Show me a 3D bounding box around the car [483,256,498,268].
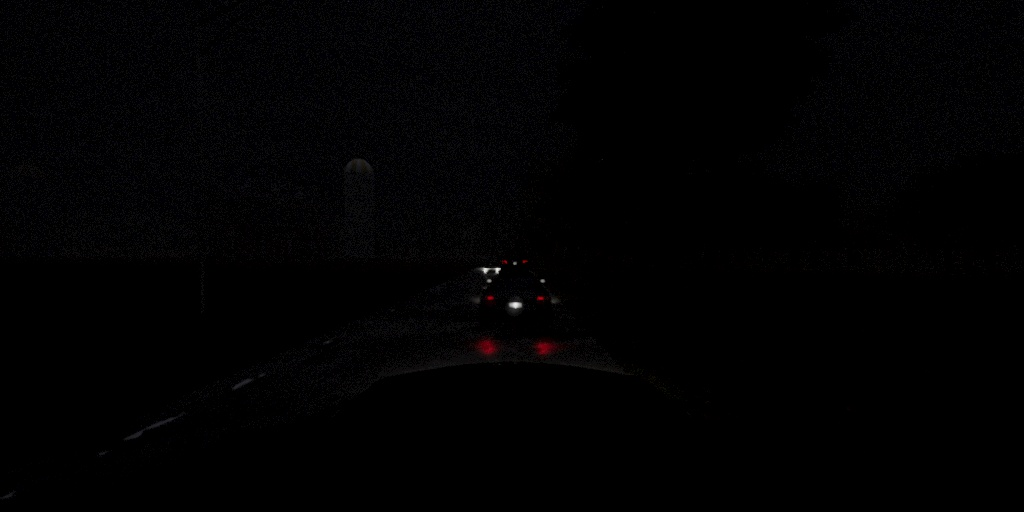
[{"bbox_3d":[-2.615,0.727,46.705,1.837,1.490,4.892,0,1,0],"label":"car"}]

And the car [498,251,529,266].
[{"bbox_3d":[0.238,0.635,29.733,2.150,2.045,5.566,0,1,0],"label":"car"}]

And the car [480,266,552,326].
[{"bbox_3d":[0.120,1.196,11.178,1.994,1.385,4.181,0,1,1],"label":"car"}]
